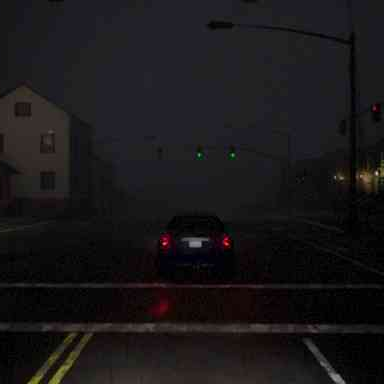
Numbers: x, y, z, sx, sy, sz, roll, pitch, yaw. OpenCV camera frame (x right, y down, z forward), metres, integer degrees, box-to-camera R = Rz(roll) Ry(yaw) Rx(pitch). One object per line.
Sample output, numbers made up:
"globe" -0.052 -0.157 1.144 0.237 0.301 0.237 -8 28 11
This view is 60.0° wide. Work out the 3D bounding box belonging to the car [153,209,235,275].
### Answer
"car" 0.097 1.375 10.674 2.097 1.767 4.553 0 0 0
